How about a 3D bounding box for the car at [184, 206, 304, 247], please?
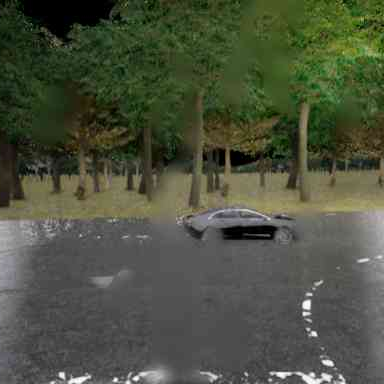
[{"bbox_3d":[2.095,1.348,13.863,4.902,1.511,2.128,-1,2,0],"label":"car"}]
